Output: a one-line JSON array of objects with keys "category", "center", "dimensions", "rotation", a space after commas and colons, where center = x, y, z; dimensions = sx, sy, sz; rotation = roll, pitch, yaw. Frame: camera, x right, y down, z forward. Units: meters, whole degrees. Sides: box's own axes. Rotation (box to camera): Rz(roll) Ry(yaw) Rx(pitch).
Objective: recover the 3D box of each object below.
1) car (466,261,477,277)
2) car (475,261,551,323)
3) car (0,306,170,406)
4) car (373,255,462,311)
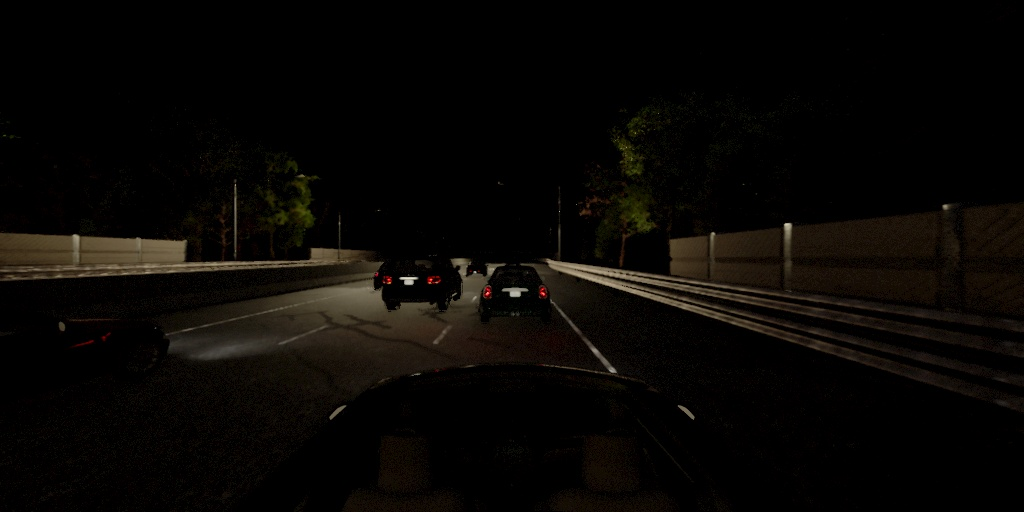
[{"category": "car", "center": [-3.416, 1.251, 35.564], "dimensions": [1.837, 1.490, 4.892], "rotation": [0, 0, 0]}, {"category": "car", "center": [0.092, 1.098, 12.266], "dimensions": [2.097, 1.767, 4.553], "rotation": [0, 0, 0]}, {"category": "car", "center": [-6.902, 1.275, 4.283], "dimensions": [1.812, 1.442, 4.674], "rotation": [0, 0, 0]}, {"category": "car", "center": [-3.408, 0.966, 14.520], "dimensions": [2.150, 2.045, 5.566], "rotation": [0, 0, 0]}]
